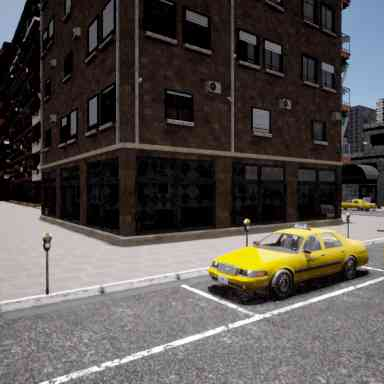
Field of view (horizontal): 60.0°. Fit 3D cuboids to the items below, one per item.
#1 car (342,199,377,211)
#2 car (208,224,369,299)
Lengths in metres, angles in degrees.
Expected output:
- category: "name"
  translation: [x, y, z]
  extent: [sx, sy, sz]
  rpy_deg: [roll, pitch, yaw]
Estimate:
- category: "car"
  translation: [19.281, 1.469, 39.658]
  extent: [1.752, 1.417, 4.829]
  rpy_deg: [0, 0, -35]
- category: "car"
  translation: [2.614, 1.525, 8.433]
  extent: [4.829, 1.417, 1.752]
  rpy_deg: [0, 0, -36]
